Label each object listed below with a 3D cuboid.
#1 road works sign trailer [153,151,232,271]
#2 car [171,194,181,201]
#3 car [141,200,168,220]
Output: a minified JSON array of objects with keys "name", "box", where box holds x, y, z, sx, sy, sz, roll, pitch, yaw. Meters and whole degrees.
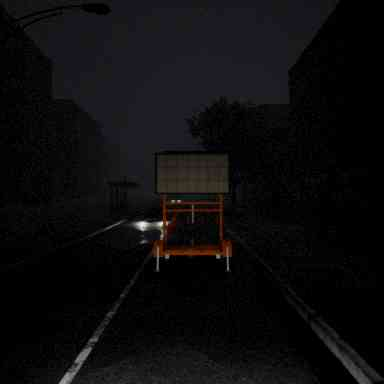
[{"name":"road works sign trailer","box":[0.023,0.470,10.849,2.380,3.560,2.880,0,0,0]},{"name":"car","box":[-3.280,1.086,69.293,1.994,1.385,4.181,0,1,0]},{"name":"car","box":[-3.056,1.447,27.822,1.882,1.535,5.008,0,0,0]}]
